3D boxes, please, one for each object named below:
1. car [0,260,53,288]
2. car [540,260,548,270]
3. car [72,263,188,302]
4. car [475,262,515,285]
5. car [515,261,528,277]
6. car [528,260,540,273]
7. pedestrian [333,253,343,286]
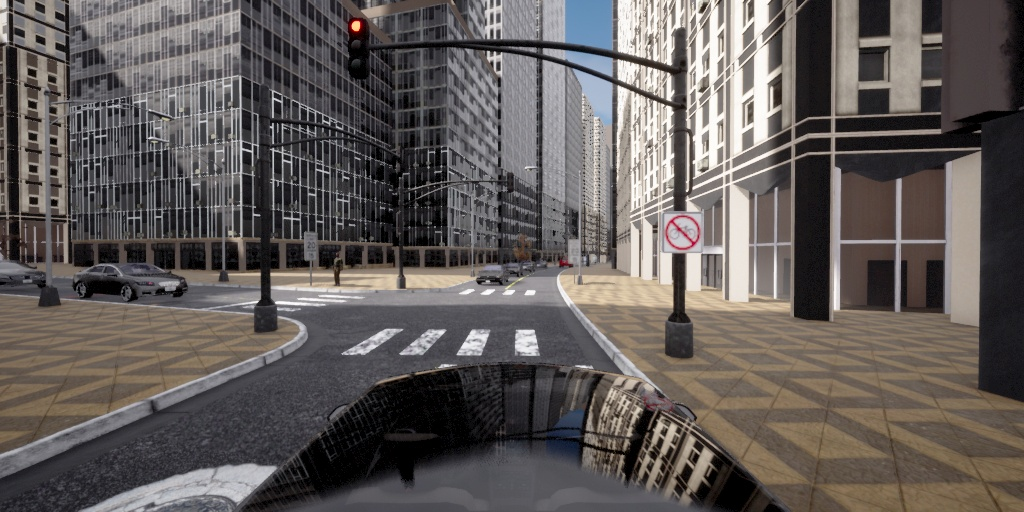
[{"bbox_3d":[-25.921,0.940,18.198,4.674,1.442,1.812,1,1,17],"label":"car"},{"bbox_3d":[4.667,1.424,58.936,2.128,1.511,4.902,0,0,15],"label":"car"},{"bbox_3d":[-16.362,1.043,15.395,4.902,1.511,2.128,1,1,16],"label":"car"},{"bbox_3d":[-1.302,1.327,26.758,2.033,1.411,5.357,0,0,7],"label":"car"},{"bbox_3d":[0.088,1.363,36.769,2.033,1.411,5.357,0,0,9],"label":"car"},{"bbox_3d":[1.909,1.356,46.866,2.128,1.511,4.902,0,0,11],"label":"car"},{"bbox_3d":[-9.513,0.716,19.490,0.375,1.860,0.375,0,0,16],"label":"pedestrian"}]
